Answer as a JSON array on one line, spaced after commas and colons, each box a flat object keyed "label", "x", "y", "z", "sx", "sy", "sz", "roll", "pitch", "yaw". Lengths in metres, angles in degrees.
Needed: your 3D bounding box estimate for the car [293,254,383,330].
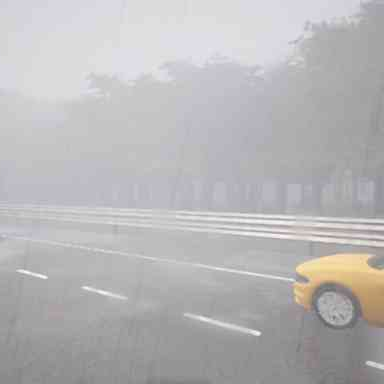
[{"label": "car", "x": 4.164, "y": 1.478, "z": 5.208, "sx": 5.008, "sy": 1.535, "sz": 1.882, "roll": 0, "pitch": 0, "yaw": 35}]
